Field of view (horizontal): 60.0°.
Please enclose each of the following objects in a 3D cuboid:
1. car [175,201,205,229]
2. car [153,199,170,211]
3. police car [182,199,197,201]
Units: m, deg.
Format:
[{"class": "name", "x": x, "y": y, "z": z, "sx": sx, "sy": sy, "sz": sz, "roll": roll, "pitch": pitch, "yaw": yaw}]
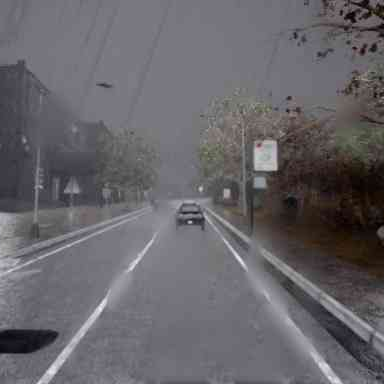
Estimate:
[{"class": "car", "x": -0.133, "y": 1.634, "z": 22.659, "sx": 2.128, "sy": 1.511, "sz": 4.902, "roll": 0, "pitch": 0, "yaw": -1}, {"class": "car", "x": -4.057, "y": 1.787, "z": 44.587, "sx": 1.837, "sy": 1.490, "sz": 4.892, "roll": 0, "pitch": 0, "yaw": 0}, {"class": "police car", "x": -0.345, "y": 1.686, "z": 41.883, "sx": 1.930, "sy": 1.638, "sz": 5.238, "roll": 0, "pitch": 0, "yaw": -1}]
